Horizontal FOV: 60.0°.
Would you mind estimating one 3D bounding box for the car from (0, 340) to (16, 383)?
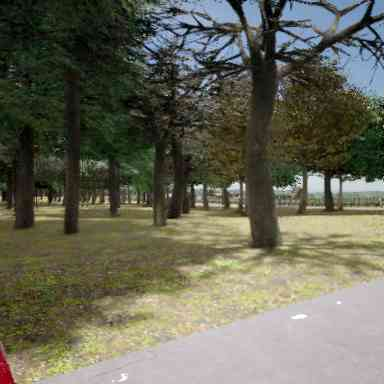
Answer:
[{"bbox_3d":[-2.863,1.351,0.902,4.553,1.767,2.097,0,0,-36],"label":"car"}]
